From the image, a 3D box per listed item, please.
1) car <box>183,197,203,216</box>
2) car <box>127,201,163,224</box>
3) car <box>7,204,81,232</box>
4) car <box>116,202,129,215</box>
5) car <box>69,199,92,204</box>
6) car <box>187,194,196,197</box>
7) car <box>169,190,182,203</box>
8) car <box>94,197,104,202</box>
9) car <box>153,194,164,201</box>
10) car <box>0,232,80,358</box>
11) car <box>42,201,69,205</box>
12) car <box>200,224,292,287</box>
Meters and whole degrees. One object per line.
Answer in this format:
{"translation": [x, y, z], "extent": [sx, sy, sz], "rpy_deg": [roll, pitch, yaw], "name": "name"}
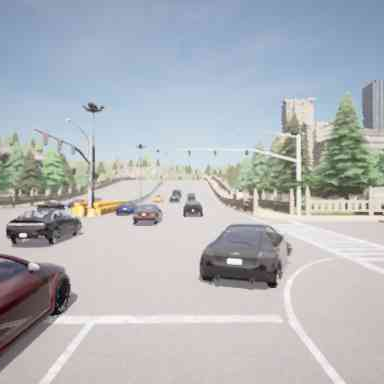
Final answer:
{"translation": [0.102, 1.625, 34.362], "extent": [1.882, 1.535, 5.008], "rpy_deg": [0, 0, 0], "name": "car"}
{"translation": [-3.398, 1.660, 26.060], "extent": [2.033, 1.411, 5.357], "rpy_deg": [0, 0, 0], "name": "car"}
{"translation": [-6.899, 1.560, 16.027], "extent": [2.128, 1.511, 4.902], "rpy_deg": [0, 0, 0], "name": "car"}
{"translation": [-6.898, 1.719, 36.119], "extent": [1.994, 1.385, 4.181], "rpy_deg": [0, 0, 0], "name": "car"}
{"translation": [-17.508, 1.768, 51.405], "extent": [2.033, 1.411, 5.357], "rpy_deg": [0, 0, 0], "name": "car"}
{"translation": [-0.119, 1.149, 72.259], "extent": [1.837, 1.490, 4.892], "rpy_deg": [0, 4, 0], "name": "car"}
{"translation": [-3.602, 1.200, 69.091], "extent": [2.097, 1.767, 4.553], "rpy_deg": [0, 3, 0], "name": "car"}
{"translation": [-17.560, 1.673, 61.349], "extent": [1.812, 1.442, 4.674], "rpy_deg": [0, 1, 0], "name": "car"}
{"translation": [-7.111, 1.217, 70.757], "extent": [1.882, 1.535, 5.008], "rpy_deg": [0, 4, 0], "name": "car"}
{"translation": [-3.399, 1.586, 4.956], "extent": [1.994, 1.385, 4.181], "rpy_deg": [0, 0, 0], "name": "car"}
{"translation": [-17.568, 1.779, 41.531], "extent": [1.895, 1.301, 4.718], "rpy_deg": [0, 0, 0], "name": "car"}
{"translation": [1.705, 1.607, 9.696], "extent": [1.994, 1.385, 4.181], "rpy_deg": [0, 0, 20], "name": "car"}
